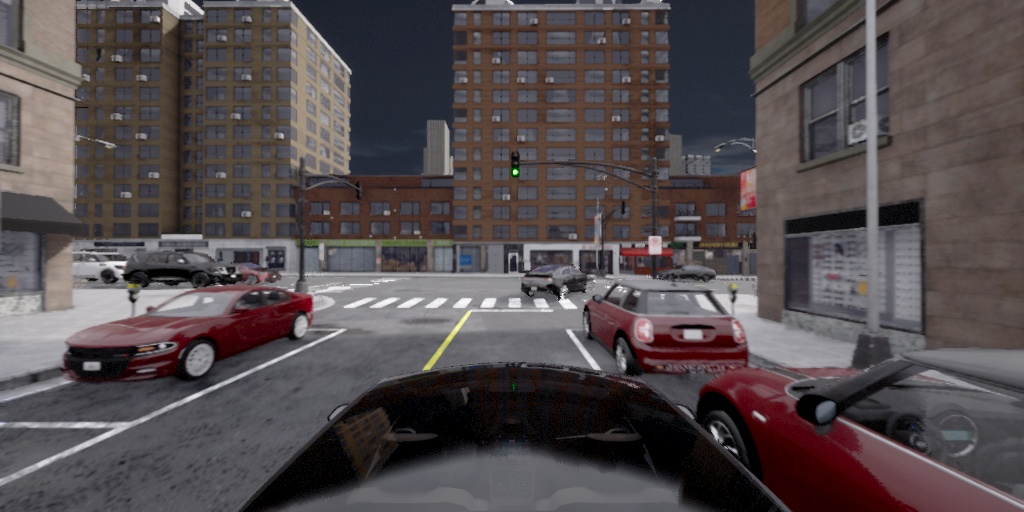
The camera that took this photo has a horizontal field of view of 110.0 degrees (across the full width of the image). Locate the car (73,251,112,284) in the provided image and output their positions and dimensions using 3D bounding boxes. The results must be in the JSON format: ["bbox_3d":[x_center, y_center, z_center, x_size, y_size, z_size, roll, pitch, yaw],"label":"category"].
[{"bbox_3d":[-26.981,0.732,23.462,5.566,2.045,2.150,0,0,0],"label":"car"}]

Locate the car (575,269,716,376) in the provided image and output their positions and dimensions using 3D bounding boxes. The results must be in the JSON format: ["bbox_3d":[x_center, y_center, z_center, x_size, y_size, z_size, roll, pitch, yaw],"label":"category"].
[{"bbox_3d":[2.668,1.180,7.243,1.967,1.591,4.097,0,0,0],"label":"car"}]

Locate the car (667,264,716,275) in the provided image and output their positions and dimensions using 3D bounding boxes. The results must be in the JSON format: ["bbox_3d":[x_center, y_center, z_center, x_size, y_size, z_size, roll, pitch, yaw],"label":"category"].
[{"bbox_3d":[14.450,1.396,29.893,4.674,1.442,1.812,0,0,2],"label":"car"}]

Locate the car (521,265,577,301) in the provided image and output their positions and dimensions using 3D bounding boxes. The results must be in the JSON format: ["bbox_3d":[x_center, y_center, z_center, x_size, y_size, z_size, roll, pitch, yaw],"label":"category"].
[{"bbox_3d":[2.331,1.180,17.280,2.128,1.511,4.902,0,0,35],"label":"car"}]

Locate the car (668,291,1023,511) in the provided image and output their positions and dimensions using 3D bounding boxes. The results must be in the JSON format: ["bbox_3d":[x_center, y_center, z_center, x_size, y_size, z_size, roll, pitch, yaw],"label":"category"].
[{"bbox_3d":[2.668,1.189,1.760,1.967,1.591,4.097,0,0,0],"label":"car"}]

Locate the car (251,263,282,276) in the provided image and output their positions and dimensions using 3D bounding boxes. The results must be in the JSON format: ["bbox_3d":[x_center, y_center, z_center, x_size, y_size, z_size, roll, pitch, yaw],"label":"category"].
[{"bbox_3d":[-17.481,1.136,23.397,4.181,1.385,1.994,0,0,0],"label":"car"}]

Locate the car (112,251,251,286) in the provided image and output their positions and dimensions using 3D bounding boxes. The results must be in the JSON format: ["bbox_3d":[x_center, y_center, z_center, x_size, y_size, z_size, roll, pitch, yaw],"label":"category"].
[{"bbox_3d":[-18.391,0.762,20.158,5.566,2.045,2.150,0,0,0],"label":"car"}]

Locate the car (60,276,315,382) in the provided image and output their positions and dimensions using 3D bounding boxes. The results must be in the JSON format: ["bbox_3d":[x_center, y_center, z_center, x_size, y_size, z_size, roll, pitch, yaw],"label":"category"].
[{"bbox_3d":[-5.857,1.286,7.245,1.888,1.381,4.507,0,0,0],"label":"car"}]
